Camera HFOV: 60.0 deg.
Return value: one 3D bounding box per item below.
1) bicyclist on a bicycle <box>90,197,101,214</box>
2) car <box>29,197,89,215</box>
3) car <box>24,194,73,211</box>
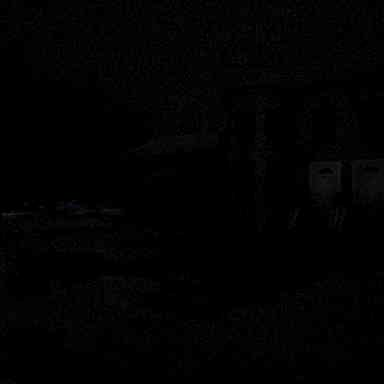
[{"bbox_3d":[-9.426,1.344,32.352,1.656,1.620,0.582,0,1,36],"label":"bicyclist on a bicycle"},{"bbox_3d":[-13.336,1.547,34.199,2.033,1.411,5.357,0,0,37],"label":"car"},{"bbox_3d":[-15.964,1.221,37.647,2.150,2.045,5.566,0,0,36],"label":"car"}]
